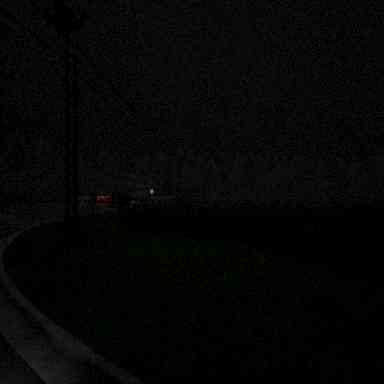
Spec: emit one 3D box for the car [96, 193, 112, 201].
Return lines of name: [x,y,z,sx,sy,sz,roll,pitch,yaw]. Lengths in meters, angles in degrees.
car: [-20.060,1.184,76.076,2.097,1.767,4.553,0,0,4]

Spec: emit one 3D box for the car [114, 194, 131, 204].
car: [-13.701,1.349,65.744,2.097,1.767,4.553,0,0,4]

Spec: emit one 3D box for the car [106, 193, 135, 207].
car: [-10.990,1.218,51.605,2.150,2.045,5.566,0,0,4]

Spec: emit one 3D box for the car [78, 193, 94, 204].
car: [-20.715,1.219,65.737,2.150,2.045,5.566,0,0,4]

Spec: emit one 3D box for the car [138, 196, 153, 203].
car: [-9.776,1.556,72.049,1.994,1.385,4.181,0,0,4]

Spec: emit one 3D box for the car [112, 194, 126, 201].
car: [-16.565,1.307,75.884,1.882,1.535,5.008,0,0,4]

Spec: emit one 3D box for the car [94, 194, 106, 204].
car: [-17.196,1.598,65.931,1.895,1.301,4.718,0,0,4]

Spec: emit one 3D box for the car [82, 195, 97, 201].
car: [-23.551,1.353,76.327,1.812,1.442,4.674,0,0,4]

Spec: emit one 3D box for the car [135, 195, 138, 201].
car: [-13.072,1.382,75.663,1.994,1.385,4.181,0,0,4]

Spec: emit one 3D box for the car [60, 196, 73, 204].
car: [-24.210,1.528,65.928,2.033,1.411,5.357,0,0,4]
